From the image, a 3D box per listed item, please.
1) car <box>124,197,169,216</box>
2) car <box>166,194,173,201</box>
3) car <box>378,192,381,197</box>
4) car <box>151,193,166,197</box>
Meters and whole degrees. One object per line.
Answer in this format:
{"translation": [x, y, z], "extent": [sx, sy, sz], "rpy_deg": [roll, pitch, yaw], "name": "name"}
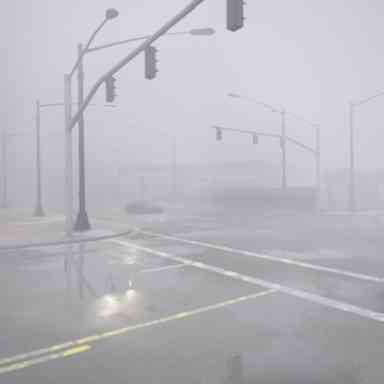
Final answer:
{"translation": [-4.812, 1.508, 32.749], "extent": [2.033, 1.411, 5.357], "rpy_deg": [-1, 0, -37], "name": "car"}
{"translation": [-2.878, 1.158, 70.925], "extent": [3.806, 1.475, 1.970], "rpy_deg": [-1, 0, -36], "name": "car"}
{"translation": [10.415, 1.121, 12.414], "extent": [2.150, 2.045, 5.566], "rpy_deg": [-1, 0, -37], "name": "car"}
{"translation": [-6.867, 1.013, 75.130], "extent": [4.611, 1.667, 2.242], "rpy_deg": [-1, 0, -36], "name": "car"}
